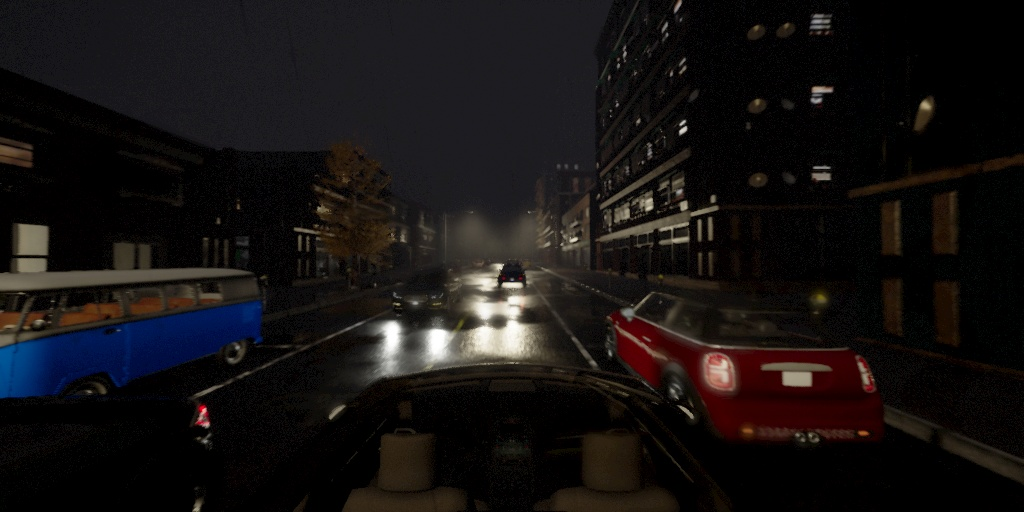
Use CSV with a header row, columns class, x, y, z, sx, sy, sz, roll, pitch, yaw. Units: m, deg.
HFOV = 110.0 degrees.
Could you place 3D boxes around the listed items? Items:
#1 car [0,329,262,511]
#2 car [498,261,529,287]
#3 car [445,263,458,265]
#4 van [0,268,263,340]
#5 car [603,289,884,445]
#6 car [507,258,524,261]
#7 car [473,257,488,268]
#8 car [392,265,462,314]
class,x,y,z,sx,sy,sz,roll,pitch,yaw
car,-3.093,1.314,0.877,1.994,1.385,4.181,0,0,0
car,0.032,1.278,24.396,1.812,1.442,4.674,0,0,1
car,-5.682,1.336,33.717,1.802,1.307,4.207,0,0,0
van,-5.688,1.091,5.284,1.690,1.789,3.998,0,0,0
car,2.692,1.190,5.343,1.967,1.591,4.097,0,0,0
car,0.097,1.107,45.025,2.097,1.767,4.553,0,0,0
car,-5.677,1.199,62.150,1.967,1.591,4.097,0,0,0
car,-3.081,1.256,13.861,1.837,1.490,4.892,0,0,0
